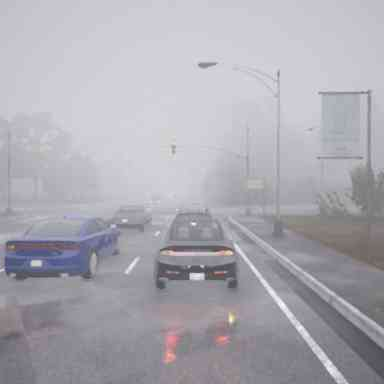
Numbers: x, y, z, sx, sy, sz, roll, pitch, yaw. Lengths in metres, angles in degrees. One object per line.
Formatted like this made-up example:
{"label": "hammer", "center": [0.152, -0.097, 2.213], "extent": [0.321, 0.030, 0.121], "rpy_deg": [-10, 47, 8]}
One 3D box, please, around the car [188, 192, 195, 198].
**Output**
{"label": "car", "center": [-0.095, 0.808, 86.117], "extent": [2.128, 1.511, 4.902], "rpy_deg": [0, 0, 0]}

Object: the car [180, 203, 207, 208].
{"label": "car", "center": [0.081, 1.325, 18.409], "extent": [1.882, 1.535, 5.008], "rpy_deg": [0, 0, 0]}

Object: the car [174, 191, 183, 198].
{"label": "car", "center": [-3.594, 0.763, 85.730], "extent": [1.882, 1.535, 5.008], "rpy_deg": [0, 0, 0]}

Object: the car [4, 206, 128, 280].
{"label": "car", "center": [-3.409, 1.396, 9.758], "extent": [1.882, 1.535, 5.008], "rpy_deg": [0, 0, 0]}

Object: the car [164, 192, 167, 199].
{"label": "car", "center": [-7.088, 0.836, 80.467], "extent": [1.837, 1.490, 4.892], "rpy_deg": [0, 0, 0]}

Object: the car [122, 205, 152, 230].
{"label": "car", "center": [-3.419, 1.407, 18.919], "extent": [1.994, 1.385, 4.181], "rpy_deg": [0, 0, 0]}

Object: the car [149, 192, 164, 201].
{"label": "car", "center": [-7.093, 0.967, 64.873], "extent": [1.837, 1.490, 4.892], "rpy_deg": [0, 1, 1]}

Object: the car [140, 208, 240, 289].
{"label": "car", "center": [0.092, 1.416, 8.898], "extent": [2.128, 1.511, 4.902], "rpy_deg": [0, 0, 0]}
